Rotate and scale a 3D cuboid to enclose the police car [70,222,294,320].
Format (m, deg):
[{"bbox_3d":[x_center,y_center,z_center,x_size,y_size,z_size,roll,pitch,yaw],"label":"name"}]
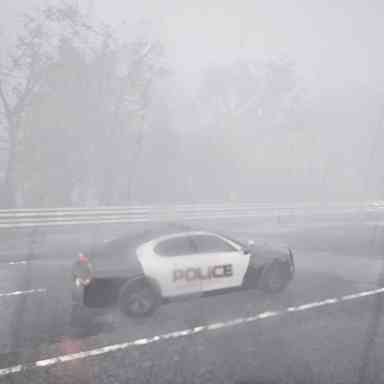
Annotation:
[{"bbox_3d":[0.024,1.477,7.306,4.974,1.542,2.038,0,0,-27],"label":"police car"}]
